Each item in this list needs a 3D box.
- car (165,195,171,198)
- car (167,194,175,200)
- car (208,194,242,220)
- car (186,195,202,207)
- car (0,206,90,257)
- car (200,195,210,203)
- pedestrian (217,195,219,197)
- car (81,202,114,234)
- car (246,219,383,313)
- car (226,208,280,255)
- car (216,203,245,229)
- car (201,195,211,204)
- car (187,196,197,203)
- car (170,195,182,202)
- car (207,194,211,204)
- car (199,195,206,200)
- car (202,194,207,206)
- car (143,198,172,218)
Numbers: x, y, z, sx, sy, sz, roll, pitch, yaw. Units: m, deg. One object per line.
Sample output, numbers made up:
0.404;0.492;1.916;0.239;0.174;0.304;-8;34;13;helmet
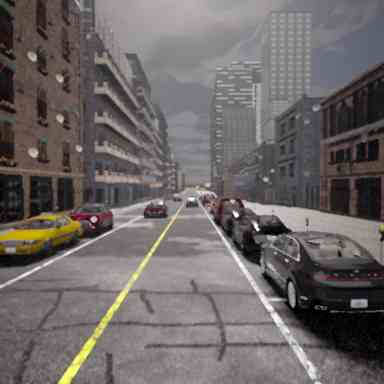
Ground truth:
-5.706;1.419;79.993;1.802;1.307;4.206;-1;0;0;car
-5.706;1.353;91.154;1.887;1.381;4.507;-1;0;0;car
2.638;1.273;24.241;2.192;1.841;5.009;-1;0;0;car
0.000;1.456;49.242;2.033;1.411;5.357;0;0;0;car
-5.705;1.504;12.861;1.752;1.417;4.829;-1;0;0;car
2.679;1.415;68.879;2.008;1.369;4.403;-1;0;0;car
2.998;1.225;38.065;0.375;1.860;0.375;-1;1;0;pedestrian
-5.706;1.408;18.611;1.967;1.590;4.097;-1;0;0;car
2.676;1.548;7.510;2.008;1.369;4.403;-1;0;0;car
2.643;1.544;13.082;1.947;1.339;4.313;-1;0;0;car
2.643;1.534;18.662;1.947;1.339;4.313;-1;0;0;car
2.665;1.402;63.470;1.752;1.417;4.829;-1;0;0;car
-0.002;1.480;67.862;1.895;1.301;4.718;0;0;0;car
-3.002;1.451;69.973;1.895;1.301;4.718;0;0;0;car
2.998;1.288;35.275;2.097;1.767;4.553;0;0;0;car
2.674;1.405;85.619;1.802;1.307;4.206;-1;0;0;car
2.637;1.217;52.139;2.192;1.841;5.009;-1;0;0;car
-3.099;1.512;29.455;1.994;1.385;4.181;0;0;0;car
